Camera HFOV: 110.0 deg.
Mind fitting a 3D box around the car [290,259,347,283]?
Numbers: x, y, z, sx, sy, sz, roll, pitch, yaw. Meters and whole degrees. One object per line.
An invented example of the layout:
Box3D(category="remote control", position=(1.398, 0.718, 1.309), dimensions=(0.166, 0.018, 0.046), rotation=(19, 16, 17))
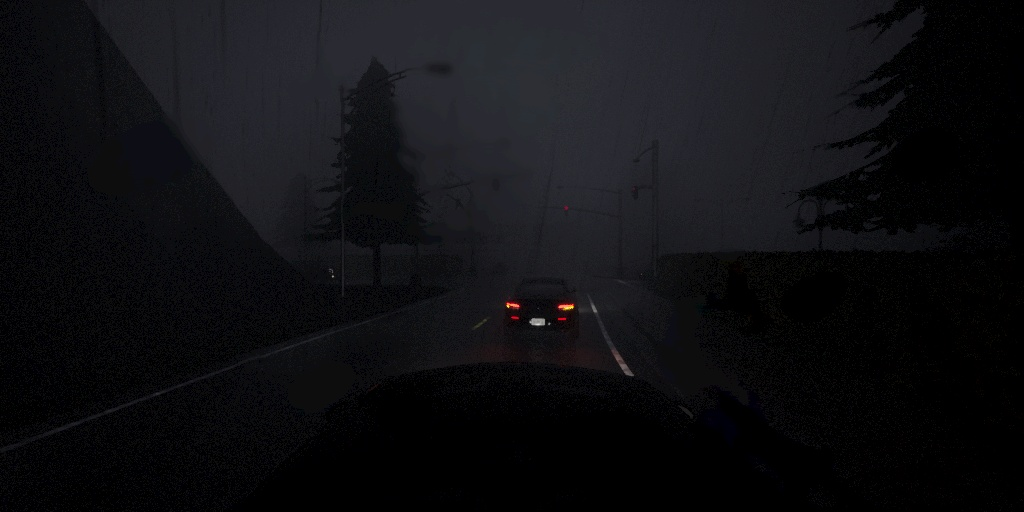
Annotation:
Box3D(category="car", position=(-15.324, 1.102, 27.986), dimensions=(4.553, 1.767, 2.097), rotation=(0, 0, 9))

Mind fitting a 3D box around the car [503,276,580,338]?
Box3D(category="car", position=(0.927, 1.276, 10.119), dimensions=(1.812, 1.442, 4.674), rotation=(0, 0, 9))

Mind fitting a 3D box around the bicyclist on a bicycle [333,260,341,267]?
Box3D(category="bicyclist on a bicycle", position=(-17.340, 1.203, 35.410), dimensions=(0.582, 1.620, 1.656), rotation=(0, 0, 8))

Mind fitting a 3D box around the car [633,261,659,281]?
Box3D(category="car", position=(12.459, 1.297, 27.547), dimensions=(5.357, 1.411, 2.033), rotation=(0, 0, 8))
